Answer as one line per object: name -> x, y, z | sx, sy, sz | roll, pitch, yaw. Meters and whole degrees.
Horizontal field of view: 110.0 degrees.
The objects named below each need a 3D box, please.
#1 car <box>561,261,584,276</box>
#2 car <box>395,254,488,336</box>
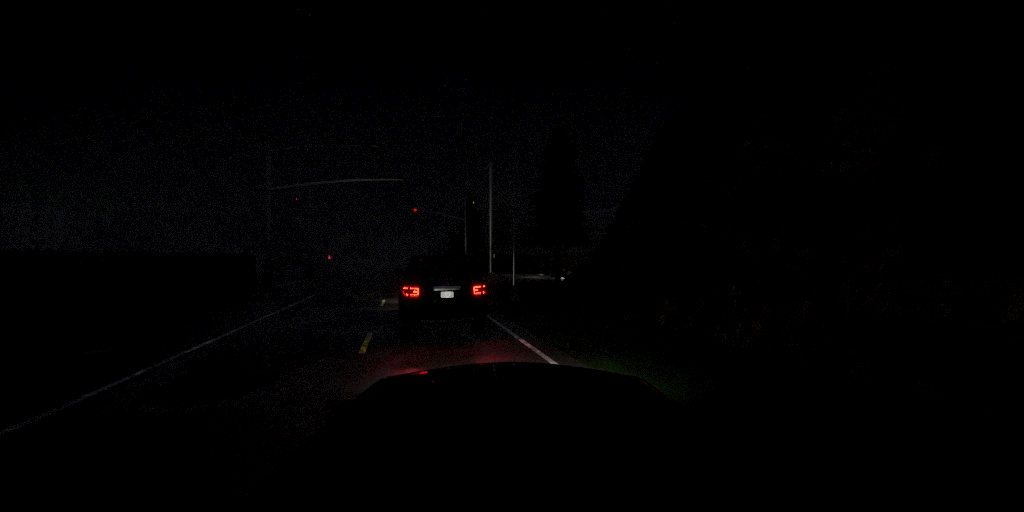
car -> 6.659, 1.227, 35.261 | 5.008, 1.535, 1.882 | 0, 0, -19
car -> -2.230, 0.971, 10.718 | 2.150, 2.045, 5.566 | 0, 0, -16
